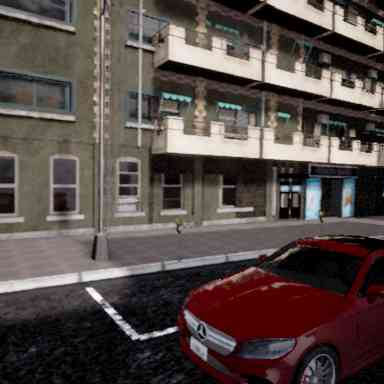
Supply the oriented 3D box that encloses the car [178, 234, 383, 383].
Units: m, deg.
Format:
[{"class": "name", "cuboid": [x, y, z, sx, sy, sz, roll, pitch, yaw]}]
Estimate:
[{"class": "car", "cuboid": [2.047, 1.399, 4.740, 4.674, 1.442, 1.812, 0, 2, -32]}]
